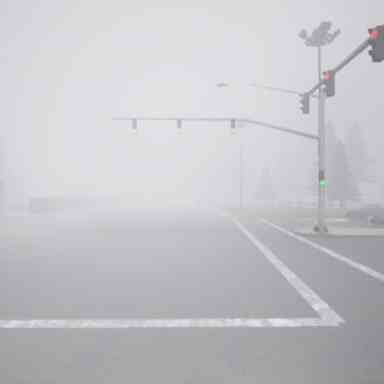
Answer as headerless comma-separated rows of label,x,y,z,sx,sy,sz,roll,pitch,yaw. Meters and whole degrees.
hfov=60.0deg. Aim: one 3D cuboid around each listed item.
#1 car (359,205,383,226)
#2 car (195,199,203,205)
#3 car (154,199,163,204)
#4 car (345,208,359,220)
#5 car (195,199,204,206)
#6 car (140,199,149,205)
car,15.041,1.754,23.690,4.902,1.511,2.128,0,-1,-1
car,1.788,2.554,86.748,1.895,1.301,4.718,0,-1,0
car,-8.715,2.548,86.170,1.895,1.301,4.718,0,-1,0
car,16.418,1.904,30.708,4.181,1.385,1.994,0,-1,-1
car,1.745,2.356,75.182,1.812,1.442,4.674,0,-1,0
car,-12.215,2.430,86.134,1.882,1.535,5.008,0,-1,0
